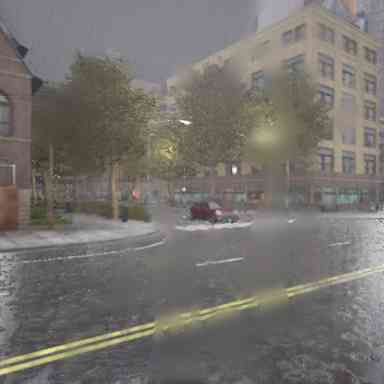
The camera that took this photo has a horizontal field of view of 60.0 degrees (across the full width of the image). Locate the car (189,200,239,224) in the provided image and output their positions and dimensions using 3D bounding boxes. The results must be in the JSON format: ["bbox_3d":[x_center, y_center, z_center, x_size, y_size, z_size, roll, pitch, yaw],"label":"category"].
[{"bbox_3d":[1.636,1.487,25.979,2.097,1.767,4.553,0,0,-30],"label":"car"}]

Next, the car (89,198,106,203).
[{"bbox_3d":[-13.152,1.647,46.929,2.128,1.511,4.902,1,0,-35],"label":"car"}]
